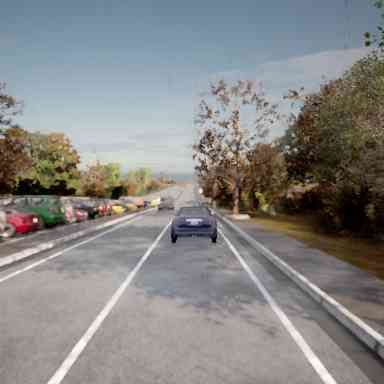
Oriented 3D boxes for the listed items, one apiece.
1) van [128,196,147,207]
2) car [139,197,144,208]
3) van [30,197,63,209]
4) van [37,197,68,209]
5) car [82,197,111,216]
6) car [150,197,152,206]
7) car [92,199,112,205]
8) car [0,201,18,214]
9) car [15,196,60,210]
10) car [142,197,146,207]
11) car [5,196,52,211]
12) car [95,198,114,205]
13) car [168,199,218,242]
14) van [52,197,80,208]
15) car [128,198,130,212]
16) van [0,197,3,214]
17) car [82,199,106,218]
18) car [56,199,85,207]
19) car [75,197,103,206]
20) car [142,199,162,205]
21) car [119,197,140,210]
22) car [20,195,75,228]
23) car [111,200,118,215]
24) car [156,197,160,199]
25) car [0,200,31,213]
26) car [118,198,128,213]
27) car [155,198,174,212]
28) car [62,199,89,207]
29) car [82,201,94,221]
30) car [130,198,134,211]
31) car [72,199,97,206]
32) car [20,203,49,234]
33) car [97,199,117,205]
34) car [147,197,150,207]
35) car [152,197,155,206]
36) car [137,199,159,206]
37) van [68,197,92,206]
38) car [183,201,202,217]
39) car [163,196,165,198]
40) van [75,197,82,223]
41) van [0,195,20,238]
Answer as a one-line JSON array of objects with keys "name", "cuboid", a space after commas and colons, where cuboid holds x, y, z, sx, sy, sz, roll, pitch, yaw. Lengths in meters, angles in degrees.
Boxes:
[{"name": "van", "cuboid": [-10.410, 1.775, 55.870, 4.442, 1.987, 1.878, 0, -1, 0]}, {"name": "car", "cuboid": [-10.267, 1.949, 50.315, 4.792, 1.488, 2.163, 0, -1, 0]}, {"name": "van", "cuboid": [-23.258, 1.735, 53.180, 4.442, 1.987, 1.878, 0, -1, 0]}, {"name": "van", "cuboid": [-23.489, 1.775, 55.950, 4.442, 1.987, 1.878, 0, -1, 0]}, {"name": "car", "cuboid": [-10.276, 1.510, 30.886, 4.553, 1.767, 2.185, 0, -1, 0]}, {"name": "car", "cuboid": [-10.321, 1.959, 61.418, 4.553, 1.767, 2.185, 0, -1, 0]}, {"name": "car", "cuboid": [-23.327, 2.658, 86.401, 4.792, 1.488, 2.163, 0, -1, 0]}, {"name": "car", "cuboid": [-23.385, 1.796, 39.202, 4.674, 1.452, 2.002, 0, -1, 0]}, {"name": "car", "cuboid": [-23.348, 1.669, 50.411, 5.566, 2.045, 2.435, 0, -1, 0]}, {"name": "car", "cuboid": [-10.266, 1.990, 53.091, 4.792, 1.488, 2.163, 0, -1, 0]}, {"name": "car", "cuboid": [-23.349, 1.628, 47.642, 5.566, 2.045, 2.435, 0, -1, 0]}, {"name": "car", "cuboid": [-23.386, 2.564, 89.050, 4.553, 1.767, 2.185, 0, -1, 0]}, {"name": "car", "cuboid": [0.099, 1.381, 16.679, 2.097, 1.767, 4.553, 0, 0, 0]}, {"name": "van", "cuboid": [-23.261, 1.859, 61.506, 4.442, 1.987, 1.878, 0, -1, 0]}, {"name": "car", "cuboid": [-10.296, 1.758, 39.212, 4.892, 1.521, 2.231, 0, -1, 0]}, {"name": "van", "cuboid": [-23.500, 1.490, 36.435, 4.442, 1.987, 1.878, 0, -1, 0]}, {"name": "car", "cuboid": [-10.303, 1.595, 28.108, 5.008, 1.535, 2.097, 0, -1, 0]}, {"name": "car", "cuboid": [-23.397, 2.161, 64.253, 4.792, 1.488, 2.163, 0, -1, 0]}, {"name": "car", "cuboid": [-23.391, 2.119, 75.331, 5.566, 2.045, 2.435, 0, -1, 0]}, {"name": "car", "cuboid": [-10.282, 2.628, 86.388, 5.008, 1.535, 2.097, 0, -1, 0]}, {"name": "car", "cuboid": [-10.114, 1.835, 44.763, 5.366, 1.575, 1.946, 0, -1, 0]}, {"name": "car", "cuboid": [-10.341, 1.222, 19.784, 5.566, 2.045, 2.435, 0, -1, 0]}, {"name": "car", "cuboid": [-10.274, 1.550, 33.662, 4.553, 1.767, 2.185, 0, -1, 0]}, {"name": "car", "cuboid": [-10.100, 2.237, 69.614, 5.366, 1.575, 1.946, 0, -1, 0]}, {"name": "car", "cuboid": [-23.375, 1.799, 42.097, 5.008, 1.535, 2.097, 0, -1, 0]}, {"name": "car", "cuboid": [-10.118, 1.714, 36.436, 5.366, 1.575, 1.946, 0, -1, 0]}, {"name": "car", "cuboid": [-3.364, 1.895, 44.372, 1.994, 1.385, 4.181, 0, -1, 0]}, {"name": "car", "cuboid": [-23.396, 2.211, 66.892, 4.792, 1.488, 2.163, 0, -1, 0]}, {"name": "car", "cuboid": [-10.313, 1.594, 25.332, 4.674, 1.452, 2.002, 0, -1, 0]}, {"name": "car", "cuboid": [-10.307, 1.799, 41.988, 4.892, 1.521, 2.231, 0, -1, 0]}, {"name": "car", "cuboid": [-23.335, 2.335, 72.556, 4.792, 1.488, 2.163, 0, -1, 0]}, {"name": "car", "cuboid": [-10.344, 1.492, 17.030, 4.792, 1.488, 2.163, 0, 0, 0]}, {"name": "car", "cuboid": [-23.348, 2.754, 91.817, 5.008, 1.535, 2.097, 0, -1, 0]}, {"name": "car", "cuboid": [-10.321, 2.071, 58.643, 4.792, 1.488, 2.163, 0, -1, 0]}, {"name": "car", "cuboid": [-10.282, 2.132, 64.195, 4.892, 1.521, 2.231, 0, -1, 0]}, {"name": "car", "cuboid": [-10.287, 2.435, 78.061, 4.892, 1.521, 2.231, 0, -1, 0]}, {"name": "van", "cuboid": [-23.482, 2.014, 69.668, 4.442, 1.987, 1.878, 0, -1, 0]}, {"name": "car", "cuboid": [0.083, 1.692, 34.411, 1.837, 1.490, 4.892, 0, -1, 0]}, {"name": "car", "cuboid": [-10.306, 2.313, 83.618, 5.566, 2.045, 2.435, 0, -1, 0]}, {"name": "van", "cuboid": [-10.195, 1.288, 22.560, 4.442, 1.987, 1.878, 0, -1, 0]}, {"name": "van", "cuboid": [-10.199, 1.240, 14.248, 4.442, 1.987, 1.878, 0, 0, 0]}]
